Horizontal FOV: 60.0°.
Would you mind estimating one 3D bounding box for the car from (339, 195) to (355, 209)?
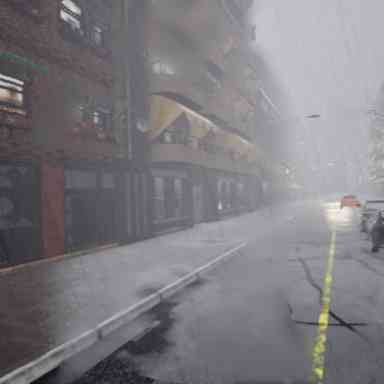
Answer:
[{"bbox_3d":[18.876,1.094,39.889,2.097,1.767,4.553,-2,-1,24],"label":"car"}]

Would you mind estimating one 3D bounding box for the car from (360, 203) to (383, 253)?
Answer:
[{"bbox_3d":[7.696,1.366,12.653,1.837,1.490,4.892,-2,0,24],"label":"car"}]

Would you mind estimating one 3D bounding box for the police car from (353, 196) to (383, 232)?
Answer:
[{"bbox_3d":[10.165,1.255,18.242,1.930,1.638,5.238,-2,-1,24],"label":"police car"}]
